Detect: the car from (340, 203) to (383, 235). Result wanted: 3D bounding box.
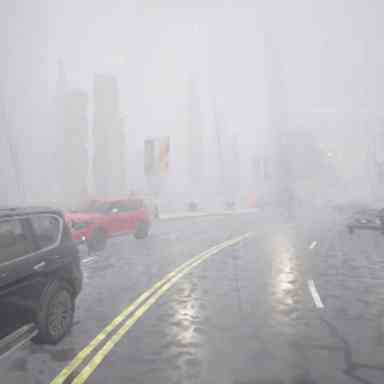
[{"bbox_3d":[10.506,1.592,19.378,2.033,1.411,5.357,0,0,37],"label":"car"}]

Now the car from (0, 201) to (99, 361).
[{"bbox_3d":[-3.203,1.228,3.595,2.150,2.045,5.566,0,0,7],"label":"car"}]

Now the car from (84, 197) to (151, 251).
[{"bbox_3d":[-3.865,1.254,14.770,2.150,2.045,5.566,0,-1,22],"label":"car"}]

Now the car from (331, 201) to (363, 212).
[{"bbox_3d":[18.719,1.691,39.147,4.718,1.301,1.895,0,0,-25],"label":"car"}]
